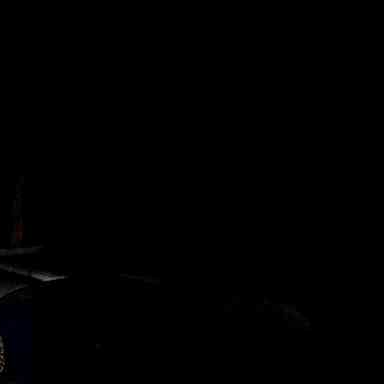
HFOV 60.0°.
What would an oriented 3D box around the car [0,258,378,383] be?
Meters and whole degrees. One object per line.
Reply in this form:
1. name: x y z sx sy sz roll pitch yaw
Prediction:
1. car: -0.560 1.516 3.778 4.674 1.442 1.812 0 0 36
